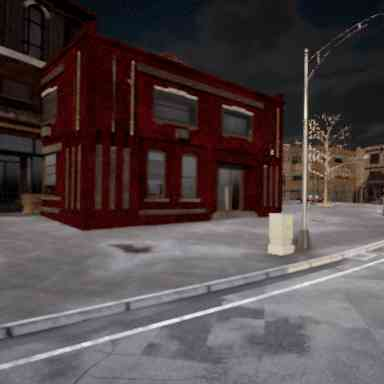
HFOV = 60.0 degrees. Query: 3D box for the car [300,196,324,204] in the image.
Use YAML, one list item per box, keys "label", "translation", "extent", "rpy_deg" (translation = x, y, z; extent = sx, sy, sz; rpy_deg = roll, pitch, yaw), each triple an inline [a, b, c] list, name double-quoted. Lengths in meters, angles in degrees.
- label: "car"
  translation: [20.011, 1.275, 54.674]
  extent: [1.895, 1.301, 4.718]
  rpy_deg: [1, 0, -18]
